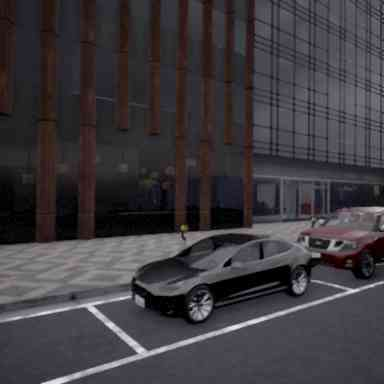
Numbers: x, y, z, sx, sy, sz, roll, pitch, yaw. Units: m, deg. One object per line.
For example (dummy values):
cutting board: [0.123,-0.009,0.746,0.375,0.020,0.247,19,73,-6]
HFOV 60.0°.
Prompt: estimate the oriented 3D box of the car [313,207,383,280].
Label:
car: [5.436,1.422,10.516,5.009,1.841,2.192,1,0,-35]

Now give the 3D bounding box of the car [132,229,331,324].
car: [0.844,1.615,7.244,4.313,1.339,1.947,1,0,-35]
